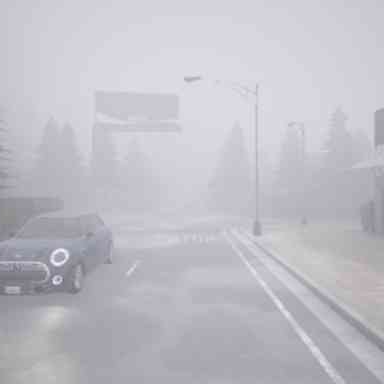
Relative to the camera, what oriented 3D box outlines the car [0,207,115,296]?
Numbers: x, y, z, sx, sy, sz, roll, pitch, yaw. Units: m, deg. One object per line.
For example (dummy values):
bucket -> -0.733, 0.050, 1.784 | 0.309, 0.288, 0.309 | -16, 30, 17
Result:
car -> -3.556, 1.363, 8.884 | 2.097, 1.767, 4.553 | 0, 0, 0
